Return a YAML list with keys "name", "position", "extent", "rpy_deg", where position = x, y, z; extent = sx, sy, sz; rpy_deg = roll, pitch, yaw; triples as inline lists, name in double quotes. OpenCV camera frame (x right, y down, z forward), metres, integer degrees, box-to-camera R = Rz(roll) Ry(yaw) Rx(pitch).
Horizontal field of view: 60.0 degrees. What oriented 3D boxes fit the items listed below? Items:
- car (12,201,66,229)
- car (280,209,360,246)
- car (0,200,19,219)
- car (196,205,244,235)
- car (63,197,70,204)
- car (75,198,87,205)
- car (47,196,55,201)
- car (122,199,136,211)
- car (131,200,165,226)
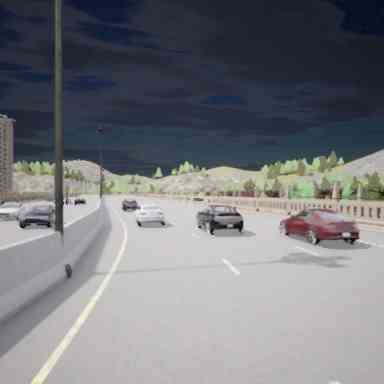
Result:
- name: "car"
  position: [-10.114, 1.610, 22.468]
  extent: [2.033, 1.411, 5.357]
  rpy_deg: [0, 0, -14]
- name: "car"
  position: [5.699, 1.515, 15.299]
  extent: [1.812, 1.442, 4.674]
  rpy_deg: [0, 0, -9]
- name: "car"
  position: [-15.187, 1.614, 28.043]
  extent: [1.812, 1.442, 4.674]
  rpy_deg: [0, 0, -15]
- name: "car"
  position: [1.481, 1.502, 19.164]
  extent: [2.128, 1.511, 4.902]
  rpy_deg: [0, 0, -11]
- name: "car"
  position: [-25.745, 1.687, 67.274]
  extent: [2.128, 1.511, 4.902]
  rpy_deg: [0, 0, -15]
- name: "car"
  position: [-20.551, 1.739, 61.479]
  extent: [1.895, 1.301, 4.718]
  rpy_deg: [0, 0, -15]
- name: "car"
  position: [-31.506, 1.716, 75.130]
  extent: [1.812, 1.442, 4.674]
  rpy_deg: [0, 0, -15]
- name: "car"
  position: [-7.716, 1.559, 41.320]
  extent: [2.128, 1.511, 4.902]
  rpy_deg: [0, 0, -15]
- name: "car"
  position: [-3.077, 1.559, 23.669]
  extent: [1.812, 1.442, 4.674]
  rpy_deg: [0, 0, -13]
